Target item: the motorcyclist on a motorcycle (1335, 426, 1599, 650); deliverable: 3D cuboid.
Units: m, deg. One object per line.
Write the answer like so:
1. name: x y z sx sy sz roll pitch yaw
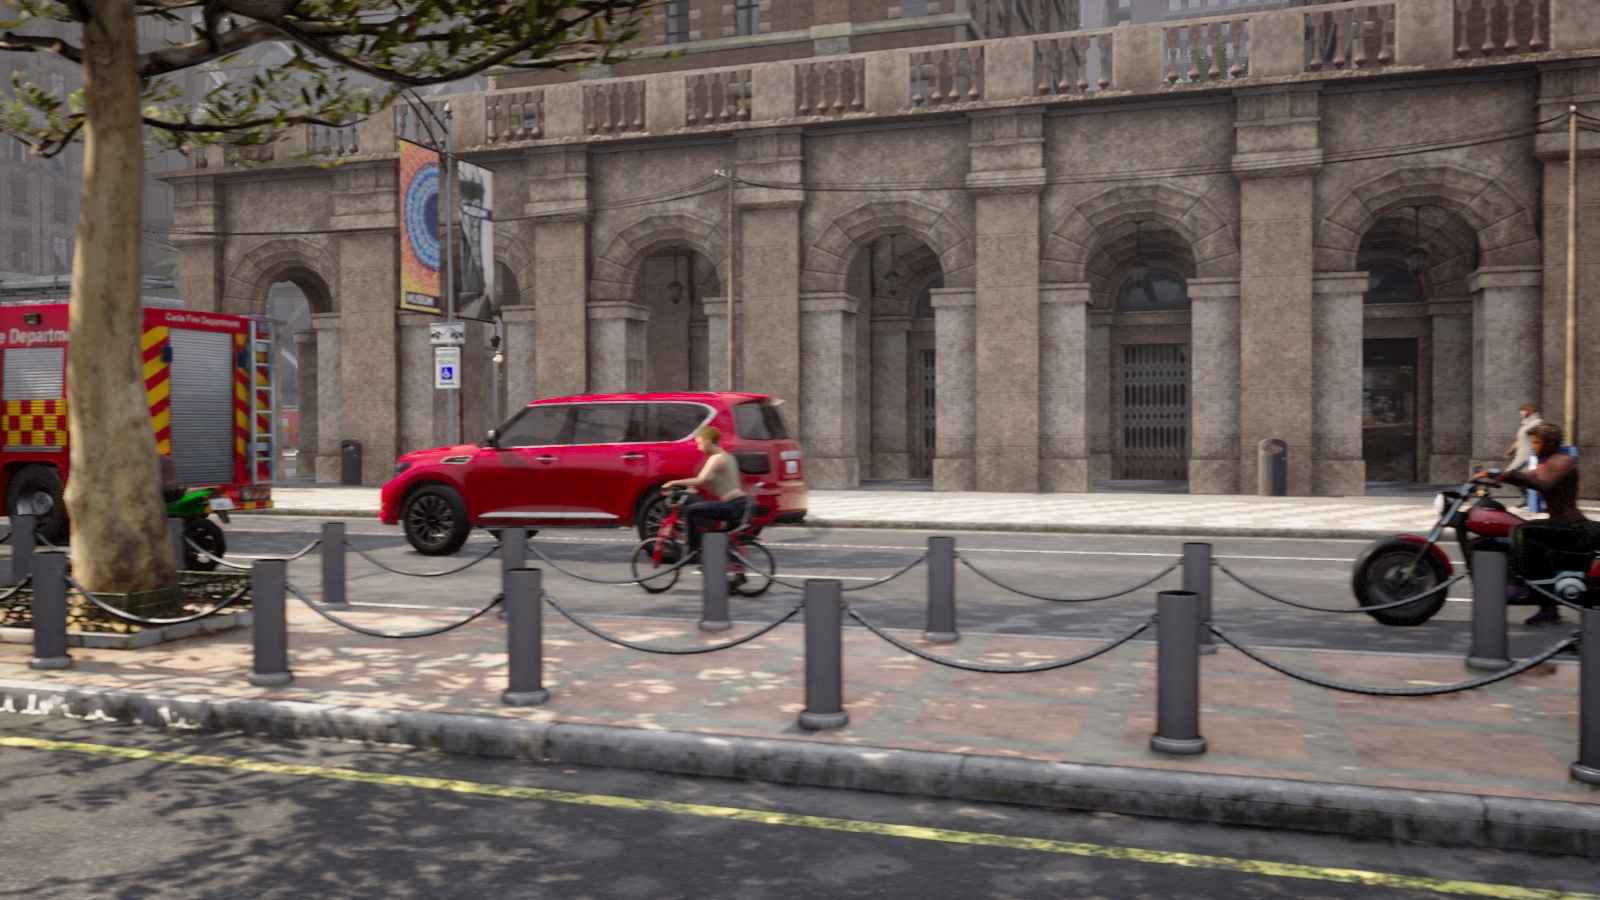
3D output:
1. motorcyclist on a motorcycle: 5.482 0.641 9.788 2.350 1.649 0.766 0 1 19

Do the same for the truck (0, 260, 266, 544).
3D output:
1. truck: -12.831 -0.701 19.624 8.468 3.827 2.891 1 1 19

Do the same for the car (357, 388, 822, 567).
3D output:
1. car: -2.696 0.275 16.230 5.566 2.045 2.150 1 1 18

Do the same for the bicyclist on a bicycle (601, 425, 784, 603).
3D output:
1. bicyclist on a bicycle: -1.013 0.567 11.978 1.509 1.612 0.866 1 1 18

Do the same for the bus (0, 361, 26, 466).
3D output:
1. bus: -35.615 -1.450 47.847 3.944 4.253 10.273 1 1 18

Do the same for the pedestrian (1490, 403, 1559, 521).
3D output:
1. pedestrian: 12.160 0.191 21.096 0.873 1.952 0.659 1 1 19

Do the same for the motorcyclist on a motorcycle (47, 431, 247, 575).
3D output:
1. motorcyclist on a motorcycle: -7.327 0.555 14.097 2.044 1.523 0.797 1 1 19
